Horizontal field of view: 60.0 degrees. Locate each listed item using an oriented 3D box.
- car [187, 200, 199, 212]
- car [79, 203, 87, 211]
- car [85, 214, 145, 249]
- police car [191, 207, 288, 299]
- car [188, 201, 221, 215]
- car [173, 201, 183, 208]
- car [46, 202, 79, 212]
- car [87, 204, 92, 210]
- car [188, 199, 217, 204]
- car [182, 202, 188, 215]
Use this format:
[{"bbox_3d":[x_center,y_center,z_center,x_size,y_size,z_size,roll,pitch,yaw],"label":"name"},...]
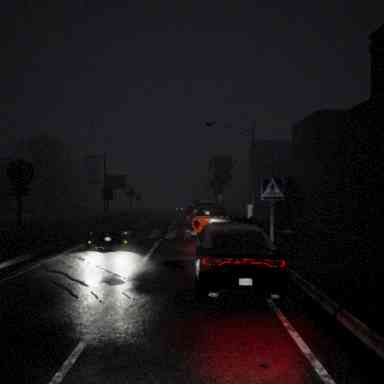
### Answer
[{"bbox_3d":[0.150,2.444,60.246,2.150,2.045,5.566,0,-1,0],"label":"car"},{"bbox_3d":[-21.805,2.630,58.534,4.892,1.521,2.231,0,-1,0],"label":"car"},{"bbox_3d":[-3.336,1.702,15.133,1.994,1.385,4.181,0,-1,0],"label":"car"},{"bbox_3d":[1.002,1.453,8.743,1.930,1.638,5.238,1,0,0],"label":"police car"},{"bbox_3d":[0.995,1.561,18.626,2.097,1.767,4.553,0,-1,0],"label":"car"},{"bbox_3d":[-3.024,3.323,83.085,2.033,1.411,5.357,0,-1,0],"label":"car"},{"bbox_3d":[-21.821,2.589,55.258,4.674,1.452,2.002,0,-1,0],"label":"car"},{"bbox_3d":[-21.803,2.709,61.806,5.008,1.535,2.097,0,-1,0],"label":"car"},{"bbox_3d":[1.010,1.579,24.691,2.150,2.045,5.566,0,-1,0],"label":"car"},{"bbox_3d":[0.113,2.374,46.176,2.128,1.511,4.902,0,-1,0],"label":"car"}]
